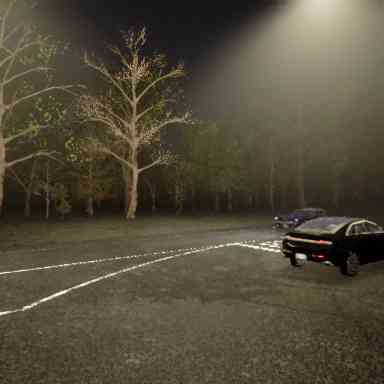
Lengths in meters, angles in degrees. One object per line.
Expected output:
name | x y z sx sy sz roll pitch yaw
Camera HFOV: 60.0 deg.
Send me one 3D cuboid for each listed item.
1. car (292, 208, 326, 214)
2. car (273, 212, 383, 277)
car | 7.328 1.712 21.241 4.718 1.301 1.895 0 0 -38
car | 4.849 1.537 10.469 4.902 1.511 2.128 0 0 -38
